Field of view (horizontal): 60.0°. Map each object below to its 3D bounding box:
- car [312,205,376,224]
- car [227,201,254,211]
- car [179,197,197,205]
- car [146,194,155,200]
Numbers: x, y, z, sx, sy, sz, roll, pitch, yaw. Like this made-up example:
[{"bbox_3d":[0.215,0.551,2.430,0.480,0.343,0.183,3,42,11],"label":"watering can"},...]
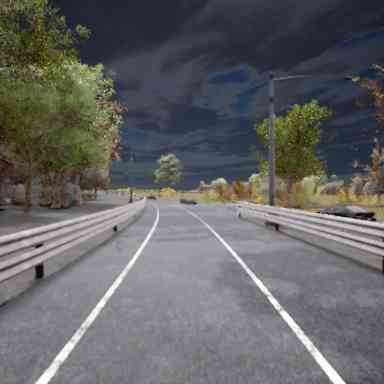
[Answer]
[{"bbox_3d":[10.656,1.644,23.795,1.882,1.535,5.008,0,0,-18],"label":"car"},{"bbox_3d":[5.721,1.672,39.032,1.895,1.301,4.718,1,-1,-18],"label":"car"},{"bbox_3d":[-0.785,1.536,59.074,2.033,1.411,5.357,0,0,-18],"label":"car"},{"bbox_3d":[-11.388,1.373,91.731,1.837,1.490,4.892,0,0,-18],"label":"car"}]
